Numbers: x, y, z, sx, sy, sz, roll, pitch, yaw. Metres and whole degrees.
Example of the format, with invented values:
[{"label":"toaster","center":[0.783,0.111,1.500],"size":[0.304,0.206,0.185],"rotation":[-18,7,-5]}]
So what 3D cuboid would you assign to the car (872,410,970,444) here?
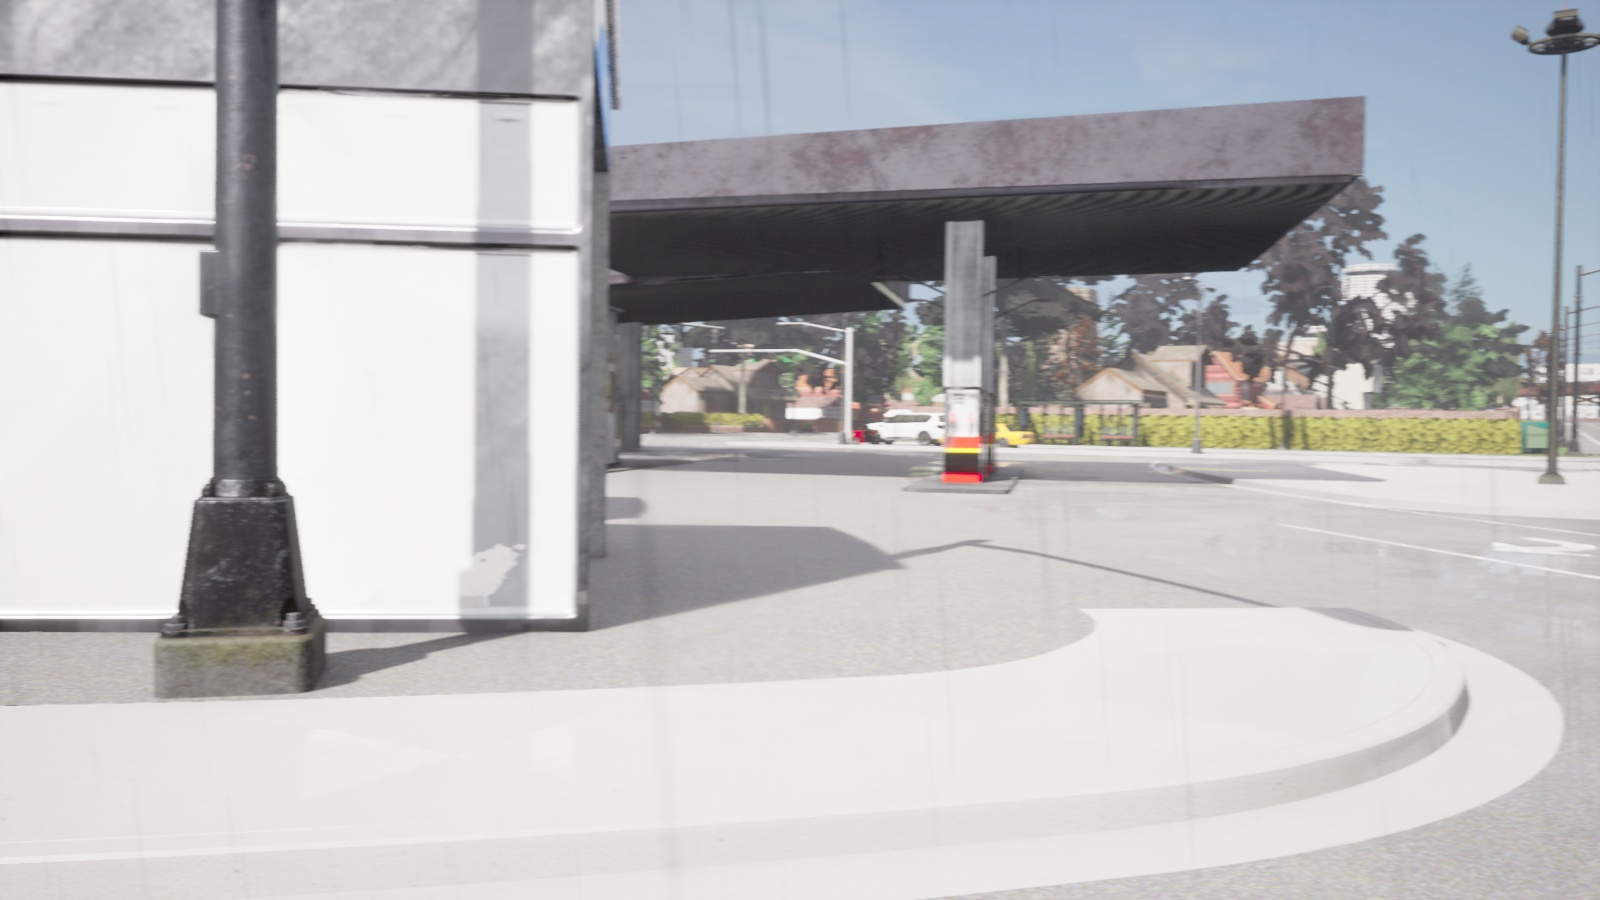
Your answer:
[{"label":"car","center":[7.335,-1.403,76.246],"size":[5.566,2.045,2.150],"rotation":[0,2,30]}]

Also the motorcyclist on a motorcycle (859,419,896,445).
[{"label":"motorcyclist on a motorcycle","center":[4.545,-1.060,73.830],"size":[2.044,1.523,0.797],"rotation":[0,2,30]}]

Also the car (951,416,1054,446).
[{"label":"car","center":[11.230,-1.058,69.932],"size":[5.366,1.575,1.801],"rotation":[0,2,30]}]
